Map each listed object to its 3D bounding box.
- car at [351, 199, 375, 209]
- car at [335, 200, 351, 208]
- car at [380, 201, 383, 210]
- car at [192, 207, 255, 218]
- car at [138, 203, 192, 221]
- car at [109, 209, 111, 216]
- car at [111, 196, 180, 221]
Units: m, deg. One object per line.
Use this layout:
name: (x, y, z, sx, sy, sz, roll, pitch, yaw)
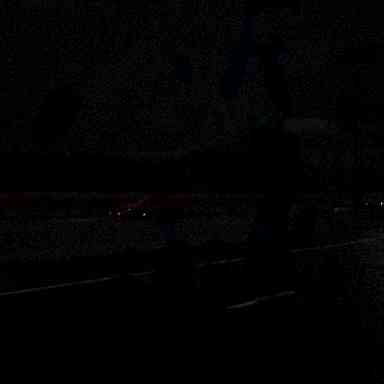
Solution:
car: (28.581, 1.909, 55.023, 2.097, 1.767, 4.553, 0, 0, 42)
car: (26.543, 2.117, 58.006, 1.994, 1.385, 4.181, 0, 0, 41)
car: (31.925, 1.927, 53.564, 2.097, 1.767, 4.553, 0, 0, 41)
car: (2.443, 1.717, 22.964, 4.181, 1.385, 1.994, 1, 0, -36)
car: (-1.271, 1.732, 24.593, 4.718, 1.301, 1.895, 1, 0, -36)
car: (-5.133, 1.625, 30.445, 4.902, 1.511, 2.128, 1, 0, -36)
car: (-3.394, 1.352, 27.378, 5.566, 2.045, 2.150, 1, 0, -36)
